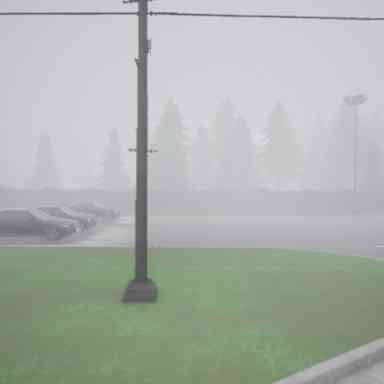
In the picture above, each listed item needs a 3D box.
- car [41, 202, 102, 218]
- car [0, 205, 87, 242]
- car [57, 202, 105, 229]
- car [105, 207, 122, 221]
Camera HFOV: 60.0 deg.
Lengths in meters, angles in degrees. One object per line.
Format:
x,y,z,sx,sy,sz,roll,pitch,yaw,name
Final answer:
-10.521,1.543,29.273,4.718,1.301,1.895,0,0,-1,car
-7.600,1.479,15.348,4.674,1.442,1.812,0,0,-1,car
-7.678,1.481,18.847,4.674,1.442,1.812,0,0,-1,car
-7.833,1.485,25.846,4.674,1.442,1.812,0,0,-1,car
